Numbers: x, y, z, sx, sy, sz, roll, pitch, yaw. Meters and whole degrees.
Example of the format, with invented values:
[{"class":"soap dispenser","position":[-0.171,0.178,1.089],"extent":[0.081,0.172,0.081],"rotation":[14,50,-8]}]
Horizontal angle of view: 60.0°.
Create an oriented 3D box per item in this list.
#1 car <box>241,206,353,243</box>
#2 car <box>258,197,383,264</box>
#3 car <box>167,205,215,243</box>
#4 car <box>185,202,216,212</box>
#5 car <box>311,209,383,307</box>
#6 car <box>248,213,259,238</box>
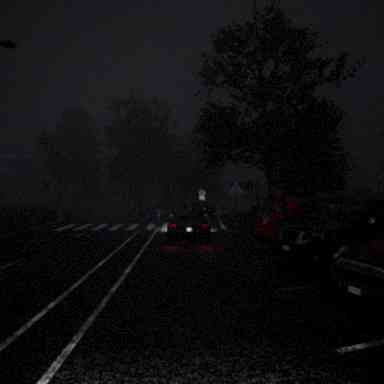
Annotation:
[{"class":"car","position":[5.101,1.475,16.263],"extent":[4.892,1.521,2.231],"rotation":[1,0,-22]},{"class":"car","position":[5.207,1.241,10.301],"extent":[5.566,2.045,2.435],"rotation":[1,0,-21]},{"class":"car","position":[-0.156,1.548,16.122],"extent":[1.994,1.385,4.181],"rotation":[0,0,-1]},{"class":"car","position":[1.057,1.594,32.434],"extent":[1.895,1.301,4.718],"rotation":[3,-1,14]},{"class":"car","position":[5.305,1.377,7.357],"extent":[4.553,1.767,2.185],"rotation":[1,0,-21]},{"class":"car","position":[5.201,1.232,13.304],"extent":[5.566,2.045,2.435],"rotation":[1,0,-21]}]
